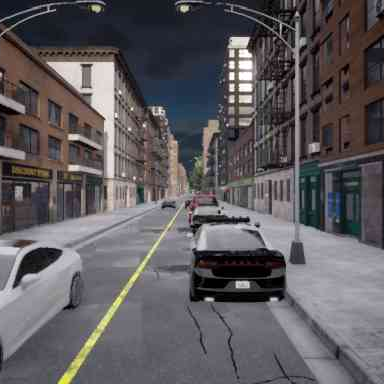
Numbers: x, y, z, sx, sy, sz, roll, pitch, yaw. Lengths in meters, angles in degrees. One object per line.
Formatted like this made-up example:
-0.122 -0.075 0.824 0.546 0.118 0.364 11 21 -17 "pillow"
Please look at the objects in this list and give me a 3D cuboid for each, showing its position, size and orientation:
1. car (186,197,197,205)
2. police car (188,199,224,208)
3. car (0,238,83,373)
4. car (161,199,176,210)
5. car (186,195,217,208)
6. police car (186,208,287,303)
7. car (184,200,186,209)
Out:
-0.092 1.630 59.873 1.994 1.385 4.181 0 0 0 "car"
0.872 1.434 18.427 1.930 1.638 5.238 0 0 0 "police car"
-3.108 1.526 5.111 1.812 1.442 4.674 0 0 0 "car"
-3.068 1.587 44.433 2.033 1.411 5.357 0 0 0 "car"
0.863 1.239 24.348 2.150 2.045 5.566 0 0 0 "car"
0.887 1.427 8.427 1.930 1.638 5.238 0 0 0 "police car"
-0.058 1.548 46.482 1.837 1.490 4.892 0 0 0 "car"
